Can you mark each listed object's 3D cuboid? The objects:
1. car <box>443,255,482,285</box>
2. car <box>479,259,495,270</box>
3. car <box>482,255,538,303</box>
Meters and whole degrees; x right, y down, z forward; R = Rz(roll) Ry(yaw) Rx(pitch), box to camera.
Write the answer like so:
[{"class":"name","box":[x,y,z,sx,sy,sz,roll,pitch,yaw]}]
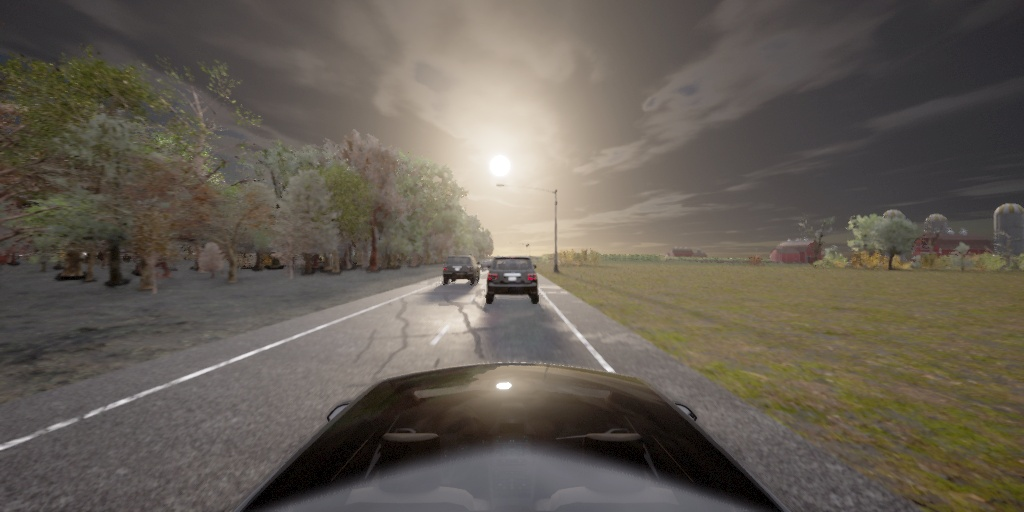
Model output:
[{"class":"car","box":[-3.567,0.968,25.924,2.150,2.045,5.566,0,0,0]},{"class":"car","box":[-3.767,1.242,55.037,2.128,1.511,4.902,0,0,0]},{"class":"car","box":[-0.004,0.981,16.793,2.150,2.045,5.566,0,0,0]}]
